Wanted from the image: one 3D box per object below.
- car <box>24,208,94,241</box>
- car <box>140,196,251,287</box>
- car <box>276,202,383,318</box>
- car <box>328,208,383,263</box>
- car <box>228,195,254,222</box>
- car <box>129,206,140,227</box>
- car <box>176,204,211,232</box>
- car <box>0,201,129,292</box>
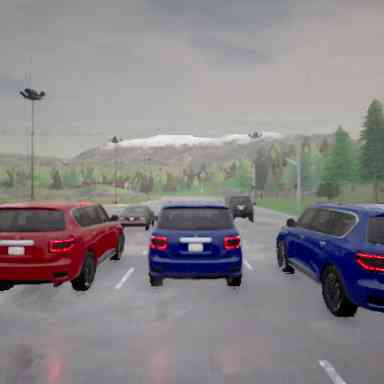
[{"bbox_3d":[-6.922,1.637,17.937,1.895,1.301,4.718,0,0,0],"label":"car"},{"bbox_3d":[0.080,1.240,9.510,2.150,2.045,5.566,0,0,0],"label":"car"},{"bbox_3d":[3.594,1.239,7.586,2.150,2.045,5.566,0,0,0],"label":"car"},{"bbox_3d":[7.083,1.503,12.551,1.882,1.535,5.008,0,0,0],"label":"car"},{"bbox_3d":[3.566,1.277,26.906,2.150,2.045,5.566,0,0,0],"label":"car"},{"bbox_3d":[-3.426,1.591,21.378,2.033,1.411,5.357,0,0,0],"label":"car"},{"bbox_3d":[0.073,1.592,21.923,2.033,1.411,5.357,0,0,0],"label":"car"},{"bbox_3d":[-3.417,1.241,9.164,2.150,2.045,5.566,0,0,0],"label":"car"}]
